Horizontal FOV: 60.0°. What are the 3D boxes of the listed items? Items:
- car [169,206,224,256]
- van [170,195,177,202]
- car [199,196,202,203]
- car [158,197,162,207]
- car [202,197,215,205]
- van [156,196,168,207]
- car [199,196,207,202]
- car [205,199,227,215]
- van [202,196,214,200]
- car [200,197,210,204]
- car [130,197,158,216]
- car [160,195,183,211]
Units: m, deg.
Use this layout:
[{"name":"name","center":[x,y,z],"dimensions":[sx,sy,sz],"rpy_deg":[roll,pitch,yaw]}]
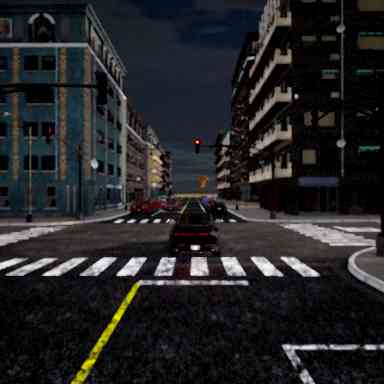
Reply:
[{"name":"car","center":[0.123,1.540,13.302],"dimensions":[1.837,1.490,4.892],"rpy_deg":[-1,1,0]},{"name":"van","center":[-4.948,1.652,90.474],"dimensions":[1.690,1.788,3.998],"rpy_deg":[0,0,0]},{"name":"car","center":[2.819,1.666,62.682],"dimensions":[1.967,1.590,4.097],"rpy_deg":[0,0,0]},{"name":"car","center":[-5.152,1.696,40.506],"dimensions":[1.887,1.381,4.507],"rpy_deg":[0,0,0]},{"name":"car","center":[2.751,1.752,46.026],"dimensions":[1.802,1.307,4.206],"rpy_deg":[0,0,0]},{"name":"van","center":[-5.084,1.548,57.163],"dimensions":[1.690,1.788,3.998],"rpy_deg":[0,0,0]},{"name":"car","center":[2.932,1.856,90.442],"dimensions":[1.887,1.381,4.507],"rpy_deg":[0,0,0]},{"name":"car","center":[2.705,1.698,34.922],"dimensions":[1.947,1.339,4.313],"rpy_deg":[0,0,0]},{"name":"van","center":[2.774,1.530,51.579],"dimensions":[1.690,1.788,3.998],"rpy_deg":[0,0,0]},{"name":"car","center":[2.864,1.812,73.786],"dimensions":[2.008,1.369,4.403],"rpy_deg":[0,0,0]},{"name":"car","center":[-5.175,1.447,34.955],"dimensions":[2.192,1.841,5.009],"rpy_deg":[0,0,0]},{"name":"car","center":[-2.667,1.513,43.454],"dimensions":[2.097,1.767,4.553],"rpy_deg":[0,0,0]}]
